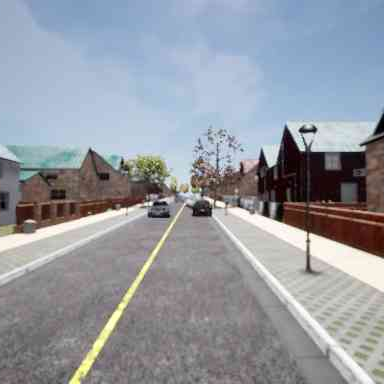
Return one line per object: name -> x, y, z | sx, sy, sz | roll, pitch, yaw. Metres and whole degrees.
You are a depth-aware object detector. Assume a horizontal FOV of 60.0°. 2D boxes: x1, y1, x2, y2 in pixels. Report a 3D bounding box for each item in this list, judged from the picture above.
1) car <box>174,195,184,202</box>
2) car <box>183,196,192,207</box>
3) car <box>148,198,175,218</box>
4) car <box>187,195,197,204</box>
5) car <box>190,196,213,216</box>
car -> -2.747, 1.340, 71.072 | 2.097, 1.767, 4.553 | 0, 0, 0
car -> 0.003, 1.516, 51.289 | 1.812, 1.442, 4.674 | 0, 0, 0
car -> -2.843, 1.518, 29.883 | 1.812, 1.442, 4.674 | 0, 0, 0
car -> 0.003, 1.472, 65.389 | 1.882, 1.535, 5.008 | 0, 0, 0
car -> 0.964, 1.470, 32.522 | 1.882, 1.535, 5.008 | 0, 0, 0
